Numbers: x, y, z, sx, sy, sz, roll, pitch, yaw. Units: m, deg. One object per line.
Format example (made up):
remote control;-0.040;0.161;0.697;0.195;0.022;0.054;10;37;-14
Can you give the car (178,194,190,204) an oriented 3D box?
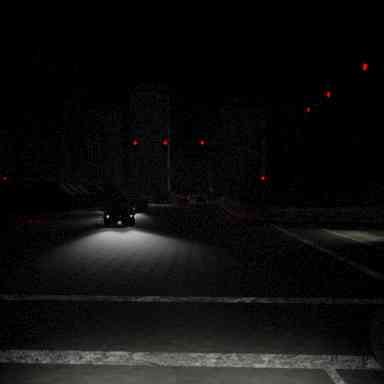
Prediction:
car;-1.720;1.564;66.084;1.994;1.385;4.181;0;0;1

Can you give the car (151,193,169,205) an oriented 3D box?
car;-5.449;1.221;60.018;2.150;2.045;5.566;0;0;2

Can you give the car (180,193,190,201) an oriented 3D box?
car;-1.505;1.182;74.644;2.097;1.767;4.553;0;0;1

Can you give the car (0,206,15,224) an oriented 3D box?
car;-14.704;1.526;22.584;4.674;1.442;1.812;0;1;-29

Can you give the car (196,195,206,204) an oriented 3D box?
car;1.763;1.505;65.370;1.837;1.490;4.892;0;0;1

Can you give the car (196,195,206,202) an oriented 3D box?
car;1.995;1.352;74.586;2.128;1.511;4.902;0;0;1

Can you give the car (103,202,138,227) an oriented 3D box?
car;-5.133;1.601;22.869;1.895;1.301;4.718;0;0;-16

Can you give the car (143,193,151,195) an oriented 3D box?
car;-8.744;1.223;66.154;2.150;2.045;5.566;0;0;2

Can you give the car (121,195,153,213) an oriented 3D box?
car;-6.046;1.488;37.246;2.128;1.511;4.902;0;0;1

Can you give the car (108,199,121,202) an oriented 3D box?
car;-9.449;1.547;41.155;2.033;1.411;5.357;0;0;1
